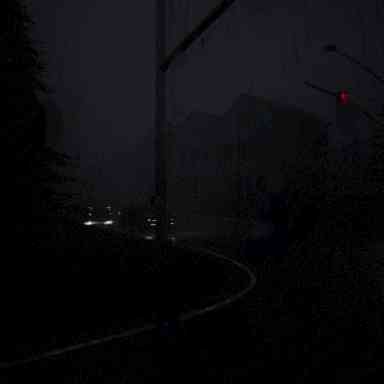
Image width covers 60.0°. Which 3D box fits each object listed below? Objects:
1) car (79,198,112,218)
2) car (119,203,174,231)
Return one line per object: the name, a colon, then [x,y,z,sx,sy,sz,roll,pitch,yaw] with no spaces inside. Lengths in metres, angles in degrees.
car: [-8.557,1.341,28.614,2.097,1.767,4.553,0,0,-34]
car: [-2.953,1.494,20.572,1.837,1.490,4.892,0,0,-35]
